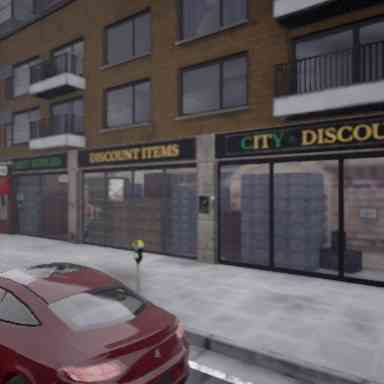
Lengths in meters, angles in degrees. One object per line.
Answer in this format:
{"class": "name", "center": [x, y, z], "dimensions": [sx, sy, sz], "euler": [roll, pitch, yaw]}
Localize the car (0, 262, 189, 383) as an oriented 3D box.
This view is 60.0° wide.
{"class": "car", "center": [-1.970, 1.583, 4.213], "dimensions": [4.206, 1.307, 1.802], "euler": [0, 0, 35]}
